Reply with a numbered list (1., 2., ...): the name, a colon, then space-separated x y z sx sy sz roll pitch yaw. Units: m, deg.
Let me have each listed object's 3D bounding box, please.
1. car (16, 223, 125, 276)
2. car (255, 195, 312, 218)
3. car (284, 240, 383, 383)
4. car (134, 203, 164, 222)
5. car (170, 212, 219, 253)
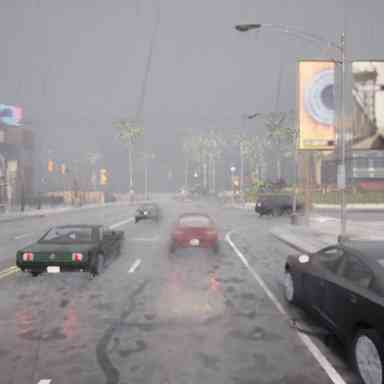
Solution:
1. car: -3.400 1.632 10.405 1.895 1.301 4.718 0 0 0
2. car: 8.666 1.312 31.496 5.566 2.045 2.150 0 -1 -23
3. car: 2.900 1.495 5.168 2.097 1.535 5.008 0 0 0
4. car: -3.403 1.625 26.918 2.033 1.411 5.357 0 0 0
5. car: 0.106 1.566 13.723 1.812 1.442 4.674 0 0 0
